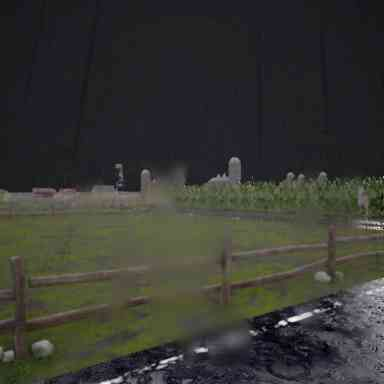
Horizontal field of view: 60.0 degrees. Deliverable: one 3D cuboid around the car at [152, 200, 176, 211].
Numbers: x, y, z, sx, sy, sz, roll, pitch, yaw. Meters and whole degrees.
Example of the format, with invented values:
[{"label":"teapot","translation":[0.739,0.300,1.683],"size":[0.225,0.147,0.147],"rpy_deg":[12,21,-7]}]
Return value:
[{"label":"car","translation":[-4.190,1.962,48.035],"size":[1.882,1.535,5.008],"rpy_deg":[0,0,-35]}]
